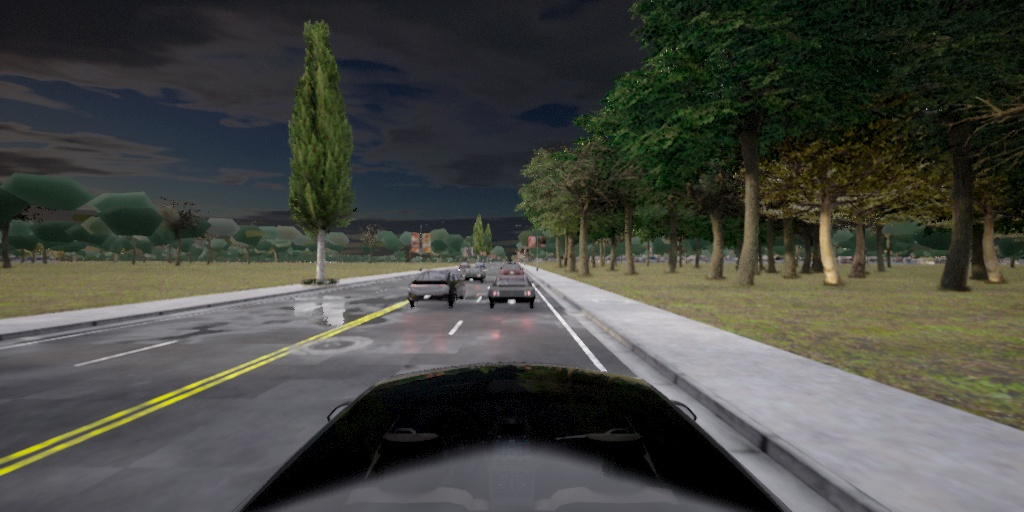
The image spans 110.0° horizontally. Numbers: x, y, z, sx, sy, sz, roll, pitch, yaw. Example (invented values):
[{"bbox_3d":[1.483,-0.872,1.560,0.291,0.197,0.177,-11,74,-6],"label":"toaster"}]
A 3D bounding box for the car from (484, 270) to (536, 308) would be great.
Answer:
[{"bbox_3d":[-0.001,1.486,15.960,1.895,1.301,4.718,0,-1,0],"label":"car"}]

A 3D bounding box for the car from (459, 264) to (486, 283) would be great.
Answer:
[{"bbox_3d":[-3.255,1.637,30.962,1.895,1.301,4.718,0,-1,0],"label":"car"}]

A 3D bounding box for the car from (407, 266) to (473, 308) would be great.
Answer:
[{"bbox_3d":[-3.249,1.379,16.154,2.128,1.511,4.902,0,0,0],"label":"car"}]

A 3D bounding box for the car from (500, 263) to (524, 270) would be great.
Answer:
[{"bbox_3d":[-0.005,1.386,30.924,2.097,1.767,4.553,0,-1,0],"label":"car"}]
